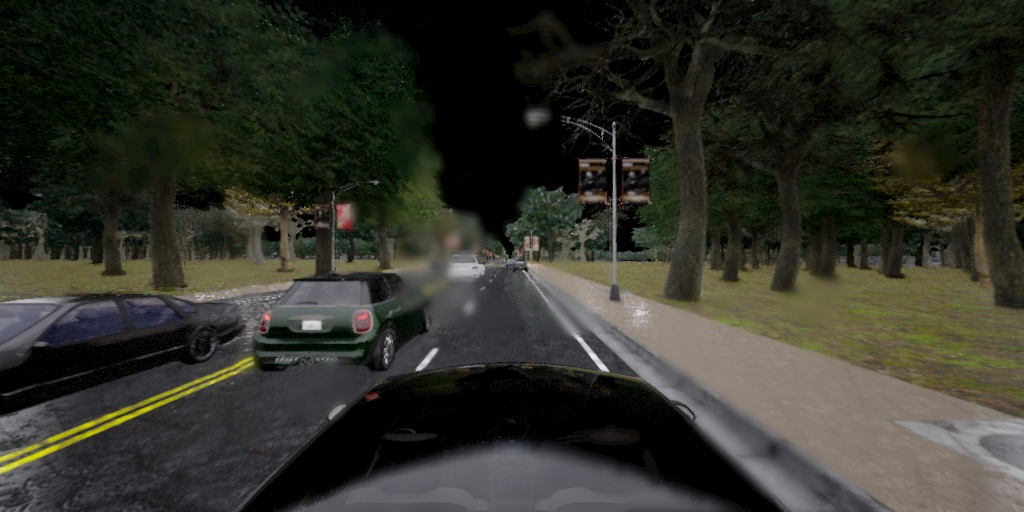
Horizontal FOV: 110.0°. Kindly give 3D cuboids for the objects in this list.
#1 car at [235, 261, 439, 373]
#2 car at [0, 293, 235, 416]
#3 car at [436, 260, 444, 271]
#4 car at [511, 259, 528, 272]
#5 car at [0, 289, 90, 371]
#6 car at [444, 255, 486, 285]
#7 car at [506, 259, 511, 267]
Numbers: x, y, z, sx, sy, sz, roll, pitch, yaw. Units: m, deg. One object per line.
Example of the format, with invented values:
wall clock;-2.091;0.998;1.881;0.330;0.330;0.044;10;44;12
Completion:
car;-3.152;1.102;7.774;2.097;1.767;4.553;0;0;0
car;-6.599;1.298;5.324;2.033;1.411;5.357;0;0;0
car;-9.912;1.283;48.811;1.994;1.385;4.181;0;0;0
car;1.053;1.247;45.136;1.812;1.442;4.674;0;0;0
car;-9.850;1.352;5.212;1.895;1.301;4.718;0;0;0
car;-3.179;0.962;26.141;2.150;2.045;5.566;0;0;0
car;-0.138;1.251;63.533;2.033;1.411;5.357;0;0;0
